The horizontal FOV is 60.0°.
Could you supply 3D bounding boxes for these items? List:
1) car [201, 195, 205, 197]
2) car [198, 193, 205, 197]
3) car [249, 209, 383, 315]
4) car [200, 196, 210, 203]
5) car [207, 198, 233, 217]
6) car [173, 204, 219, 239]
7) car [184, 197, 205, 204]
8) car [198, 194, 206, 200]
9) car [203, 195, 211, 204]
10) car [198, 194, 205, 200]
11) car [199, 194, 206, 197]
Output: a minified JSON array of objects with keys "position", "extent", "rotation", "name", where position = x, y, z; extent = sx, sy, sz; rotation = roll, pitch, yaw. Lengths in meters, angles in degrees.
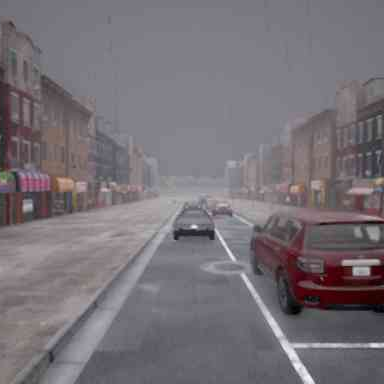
[{"position":[2.618,1.464,46.245],"extent":[2.008,1.369,4.403],"rotation":[-1,0,0],"name":"car"},{"position":[2.617,1.452,62.843],"extent":[1.947,1.339,4.313],"rotation":[-1,0,0],"name":"car"},{"position":[2.616,1.301,7.518],"extent":[2.192,1.841,5.009],"rotation":[-1,0,0],"name":"car"},{"position":[2.617,1.459,68.375],"extent":[1.802,1.307,4.206],"rotation":[-1,0,0],"name":"car"},{"position":[2.620,1.525,29.648],"extent":[1.802,1.307,4.206],"rotation":[-1,0,0],"name":"car"},{"position":[0.099,1.531,17.010],"extent":[1.994,1.385,4.181],"rotation":[0,0,0],"name":"car"},{"position":[0.097,1.534,34.703],"extent":[1.895,1.301,4.718],"rotation":[0,0,0],"name":"car"},{"position":[2.612,1.290,84.973],"extent":[1.967,1.590,4.097],"rotation":[-1,0,0],"name":"car"},{"position":[2.618,1.448,40.883],"extent":[1.752,1.417,4.829],"rotation":[-1,0,0],"name":"car"},{"position":[2.614,1.367,90.675],"extent":[1.752,1.417,4.829],"rotation":[-1,0,0],"name":"car"},{"position":[2.617,1.461,57.310],"extent":[1.947,1.339,4.313],"rotation":[-1,0,0],"name":"car"}]
